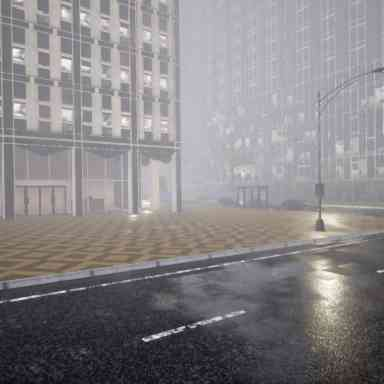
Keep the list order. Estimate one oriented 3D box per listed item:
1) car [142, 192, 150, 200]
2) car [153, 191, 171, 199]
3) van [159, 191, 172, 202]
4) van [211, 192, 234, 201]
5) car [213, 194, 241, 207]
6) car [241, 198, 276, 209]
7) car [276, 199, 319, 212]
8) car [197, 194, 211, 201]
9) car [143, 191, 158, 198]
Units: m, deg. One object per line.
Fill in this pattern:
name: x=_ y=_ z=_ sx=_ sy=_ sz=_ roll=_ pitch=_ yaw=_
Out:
car: x=-10.758 y=1.038 z=68.756 sx=2.008 sy=1.369 sz=4.403 roll=0 pitch=1 yaw=-34
car: x=-7.067 y=0.614 z=78.181 sx=2.192 sy=1.841 sz=5.009 roll=0 pitch=1 yaw=-34
van: x=-4.323 y=0.936 z=59.383 sx=1.690 sy=1.788 sz=3.998 roll=0 pitch=1 yaw=-34
van: x=5.802 y=0.854 z=59.440 sx=1.690 sy=1.788 sz=3.998 roll=-1 pitch=1 yaw=-34
car: x=5.284 y=1.318 z=45.301 sx=1.947 sy=1.339 sz=4.313 roll=-1 pitch=1 yaw=-34
car: x=8.453 y=1.387 z=40.583 sx=1.802 sy=1.307 sz=4.206 roll=-1 pitch=1 yaw=-34
car: x=11.656 y=1.422 z=35.886 sx=1.947 sy=1.339 sz=4.313 roll=-1 pitch=1 yaw=-34
car: x=2.586 y=1.042 z=64.128 sx=1.802 sy=1.307 sz=4.206 roll=-1 pitch=1 yaw=-34
car: x=-10.284 y=0.685 z=82.867 sx=1.967 sy=1.590 sz=4.097 roll=0 pitch=1 yaw=-34
